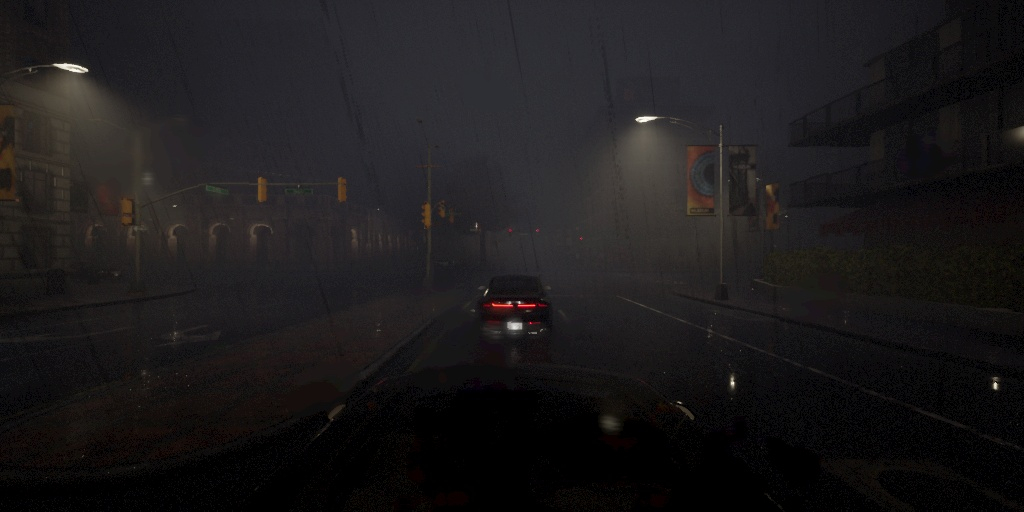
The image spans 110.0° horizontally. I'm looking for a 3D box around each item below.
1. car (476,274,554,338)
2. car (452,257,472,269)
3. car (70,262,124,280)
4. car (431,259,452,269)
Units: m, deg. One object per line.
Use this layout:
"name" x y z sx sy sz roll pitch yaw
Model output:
"car" 0.079 1.255 10.104 1.837 1.490 4.892 0 0 0
"car" -8.040 1.276 58.302 1.812 1.442 4.674 0 0 0
"car" -33.895 1.241 28.511 4.902 1.511 2.128 0 0 0
"car" -11.531 1.276 58.528 1.812 1.442 4.674 0 0 0
